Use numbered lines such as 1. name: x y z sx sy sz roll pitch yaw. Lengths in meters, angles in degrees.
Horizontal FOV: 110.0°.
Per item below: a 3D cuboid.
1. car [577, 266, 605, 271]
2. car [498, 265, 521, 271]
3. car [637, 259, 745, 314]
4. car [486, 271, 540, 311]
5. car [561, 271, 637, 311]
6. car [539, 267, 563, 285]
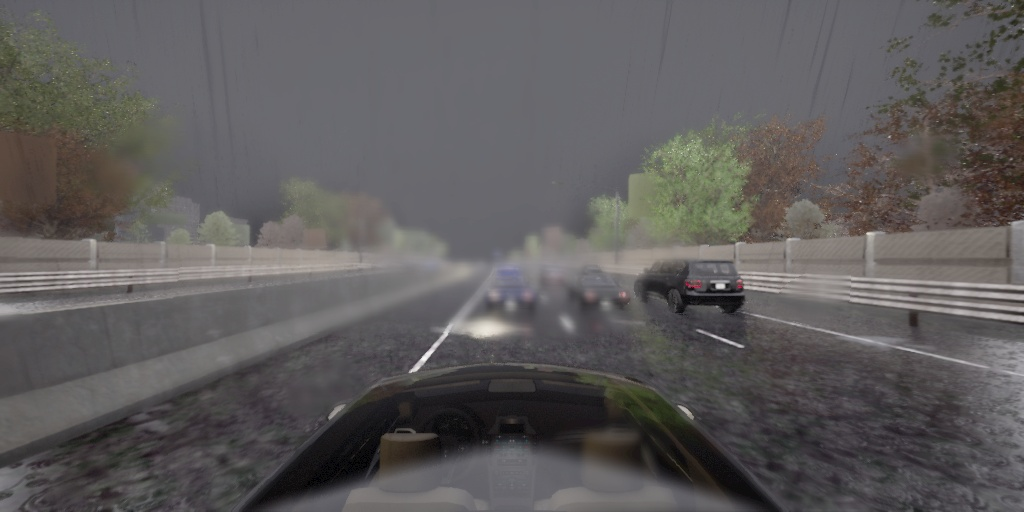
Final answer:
1. car: 6.789 1.582 30.661 1.837 1.490 4.892 0 0 -1
2. car: -0.217 1.557 31.318 1.882 1.535 5.008 0 0 -1
3. car: 6.969 1.121 14.668 2.150 2.045 5.566 0 0 0
4. car: -0.031 1.502 15.282 1.895 1.301 4.718 0 -1 0
5. car: 3.469 1.503 15.306 1.895 1.301 4.718 0 -1 0
6. car: 3.296 1.610 29.653 2.033 1.411 5.357 0 -1 0
